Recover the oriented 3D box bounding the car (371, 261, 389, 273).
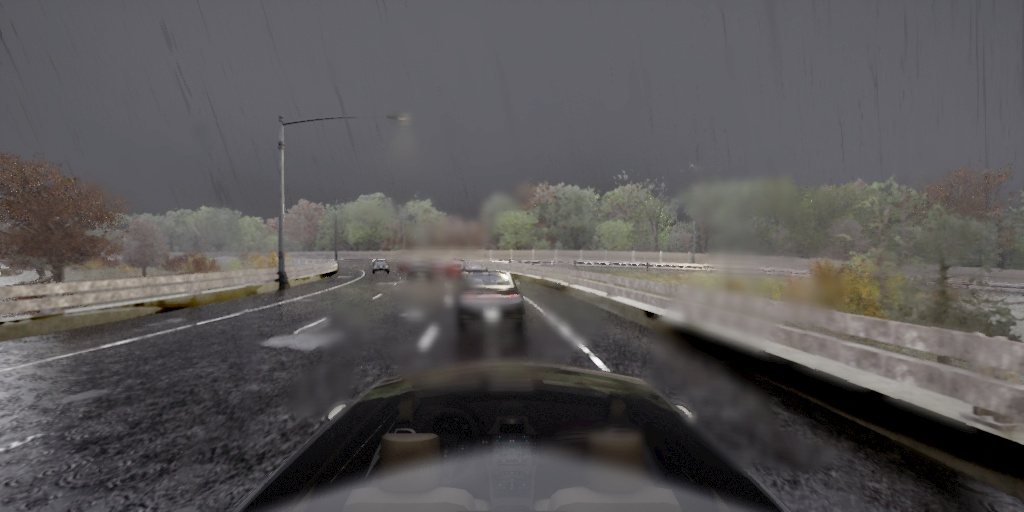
[{"bbox_3d":[-15.692,1.252,42.581,2.033,1.411,5.357,0,0,-23],"label":"car"}]

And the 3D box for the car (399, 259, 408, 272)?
[{"bbox_3d":[-13.246,1.176,45.627,1.882,1.535,5.008,0,0,-23],"label":"car"}]

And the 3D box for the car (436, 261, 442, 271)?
[{"bbox_3d":[-9.445,1.259,45.632,1.994,1.385,4.181,0,0,-23],"label":"car"}]

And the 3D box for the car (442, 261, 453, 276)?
[{"bbox_3d":[-5.284,1.186,34.410,1.882,1.535,5.008,0,0,-17],"label":"car"}]

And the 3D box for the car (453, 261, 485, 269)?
[{"bbox_3d":[-2.533,1.214,23.358,2.128,1.511,4.902,0,0,-11],"label":"car"}]

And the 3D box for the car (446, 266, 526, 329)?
[{"bbox_3d":[-0.702,1.229,11.229,2.128,1.511,4.902,0,0,-5],"label":"car"}]

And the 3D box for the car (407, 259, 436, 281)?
[{"bbox_3d":[-7.666,1.223,30.257,1.837,1.490,4.892,0,1,-15],"label":"car"}]
